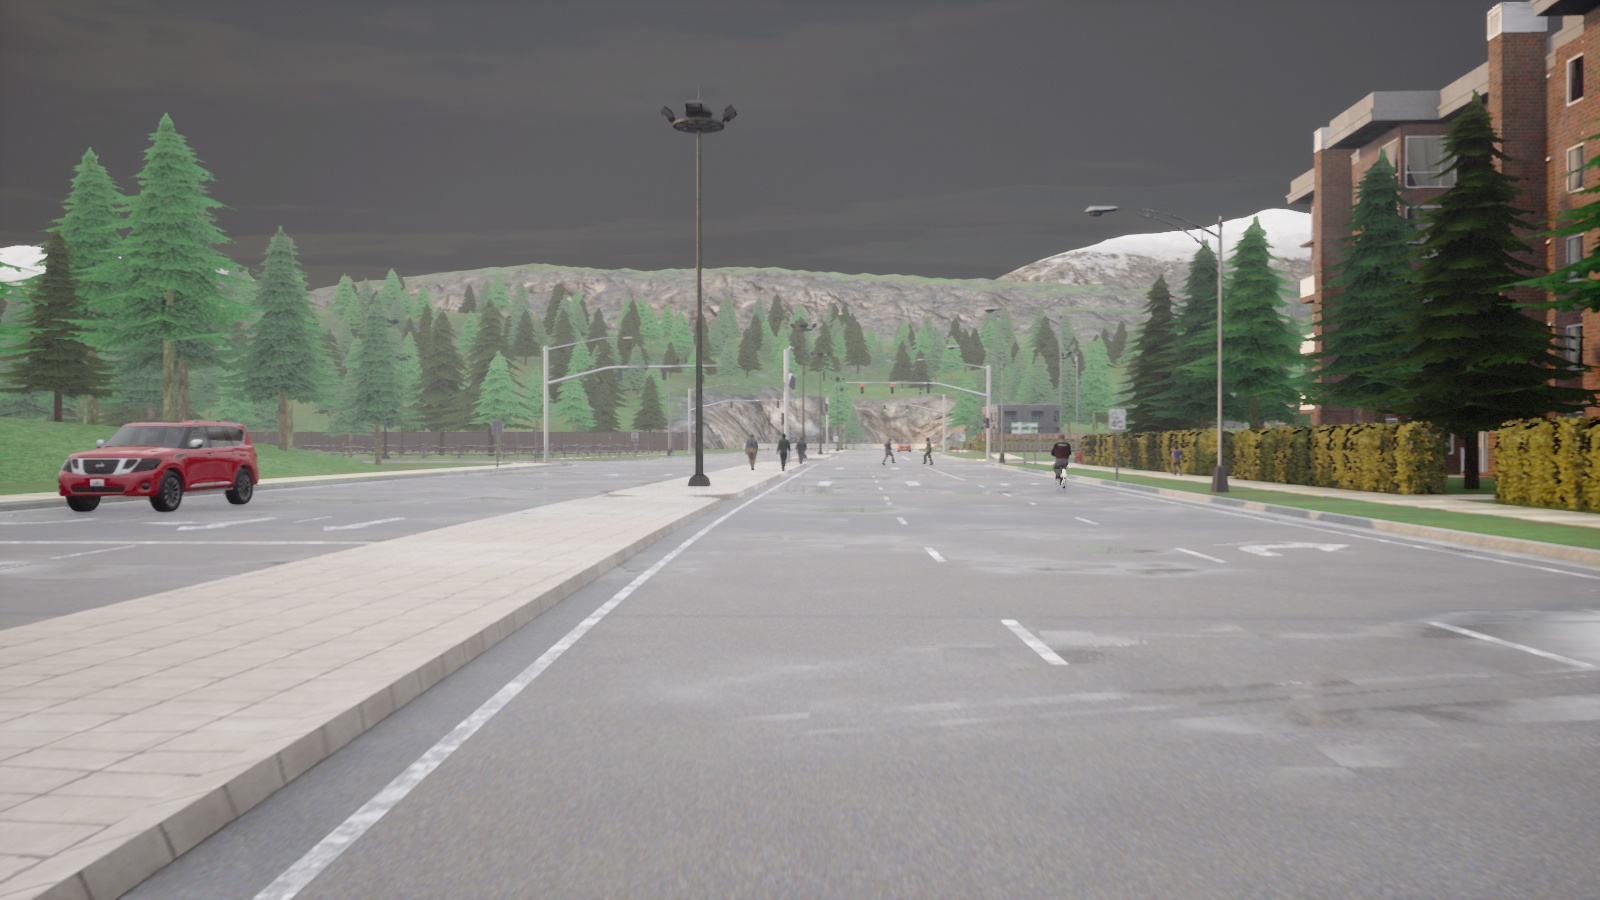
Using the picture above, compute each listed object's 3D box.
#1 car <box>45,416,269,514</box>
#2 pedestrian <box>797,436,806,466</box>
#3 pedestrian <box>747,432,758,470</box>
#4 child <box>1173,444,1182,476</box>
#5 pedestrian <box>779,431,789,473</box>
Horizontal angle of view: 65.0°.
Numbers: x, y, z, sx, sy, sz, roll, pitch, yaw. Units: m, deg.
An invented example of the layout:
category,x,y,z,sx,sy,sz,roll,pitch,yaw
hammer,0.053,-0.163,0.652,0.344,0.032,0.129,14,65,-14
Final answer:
category,x,y,z,sx,sy,sz,roll,pitch,yaw
car,-14.629,0.291,29.044,2.150,2.045,5.566,0,0,2
pedestrian,0.089,0.048,79.487,0.563,1.883,0.849,0,0,3
pedestrian,-2.316,0.056,61.213,0.540,1.848,0.694,0,0,0
child,14.821,0.398,49.306,0.270,1.263,0.437,0,0,3
pedestrian,-0.745,0.072,58.485,0.423,1.949,0.788,0,0,4
